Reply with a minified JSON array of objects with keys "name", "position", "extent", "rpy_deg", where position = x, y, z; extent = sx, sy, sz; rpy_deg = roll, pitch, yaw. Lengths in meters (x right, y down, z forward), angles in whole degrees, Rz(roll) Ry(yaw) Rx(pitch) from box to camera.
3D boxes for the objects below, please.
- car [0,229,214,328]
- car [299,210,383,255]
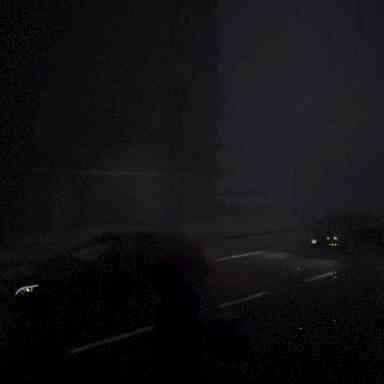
[{"name":"car","position":[-1.583,1.592,7.286],"extent":[4.674,1.442,1.812],"rpy_deg":[0,0,-39]},{"name":"car","position":[6.330,1.549,13.615],"extent":[4.892,1.490,1.837],"rpy_deg":[0,0,-38]}]
